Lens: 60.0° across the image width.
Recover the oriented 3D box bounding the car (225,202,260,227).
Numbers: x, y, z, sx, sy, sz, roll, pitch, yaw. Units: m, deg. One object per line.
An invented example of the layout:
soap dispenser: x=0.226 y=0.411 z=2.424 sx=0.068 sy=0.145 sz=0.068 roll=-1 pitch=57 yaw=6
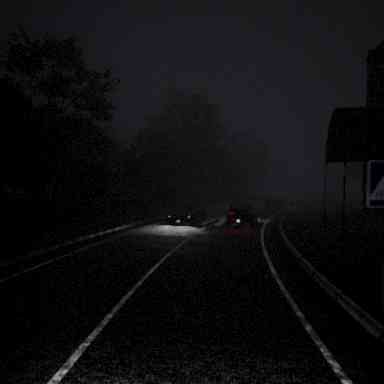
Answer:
car: x=3.473 y=1.483 z=22.804 sx=1.837 sy=1.490 sz=4.892 roll=1 pitch=1 yaw=15

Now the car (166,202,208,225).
car: x=-0.165 y=1.451 z=23.715 sx=2.033 sy=1.411 sz=5.357 roll=1 pitch=1 yaw=15

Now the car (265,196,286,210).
car: x=10.292 y=1.260 z=40.731 sx=1.882 sy=1.535 sz=5.008 roll=2 pitch=1 yaw=25
